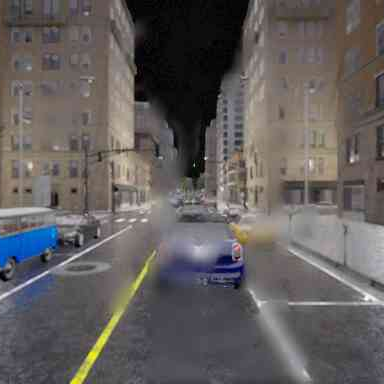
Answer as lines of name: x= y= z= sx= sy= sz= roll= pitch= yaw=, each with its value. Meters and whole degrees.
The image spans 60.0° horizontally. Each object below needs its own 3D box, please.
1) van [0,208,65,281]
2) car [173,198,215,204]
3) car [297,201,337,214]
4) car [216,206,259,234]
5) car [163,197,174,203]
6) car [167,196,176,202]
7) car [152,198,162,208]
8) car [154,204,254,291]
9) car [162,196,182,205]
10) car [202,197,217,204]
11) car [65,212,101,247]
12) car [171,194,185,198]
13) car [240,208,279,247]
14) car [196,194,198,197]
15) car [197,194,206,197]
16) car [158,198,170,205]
van: x=-5.385 y=1.380 z=9.668 sx=1.690 sy=1.788 sz=3.998 roll=0 pitch=0 yaw=0
car: x=0.138 y=1.436 z=20.909 sx=2.097 sy=1.767 sz=4.553 roll=0 pitch=0 yaw=1
car: x=13.618 y=1.656 z=35.104 sx=4.718 sy=1.301 sz=1.895 roll=0 pitch=0 yaw=0
car: x=2.654 y=1.632 z=20.474 sx=2.008 sy=1.369 sz=4.403 roll=0 pitch=0 yaw=0
car: x=-5.330 y=1.846 z=75.761 sx=2.008 sy=1.369 sz=4.403 roll=0 pitch=0 yaw=0
car: x=-5.321 y=1.777 z=87.124 sx=1.967 sy=1.590 sz=4.097 roll=0 pitch=0 yaw=0
car: x=-5.348 y=1.735 z=52.866 sx=1.752 sy=1.417 sz=4.829 roll=0 pitch=0 yaw=0
car: x=0.142 y=1.389 z=9.323 sx=2.097 sy=1.767 sz=4.553 roll=0 pitch=0 yaw=-2
car: x=-2.806 y=1.665 z=47.218 sx=1.882 sy=1.535 sz=5.008 roll=0 pitch=0 yaw=0
car: x=2.673 y=1.739 z=47.350 sx=2.008 sy=1.369 sz=4.403 roll=0 pitch=0 yaw=0
car: x=-5.379 y=1.611 z=15.073 sx=2.008 sy=1.369 sz=4.403 roll=0 pitch=0 yaw=0
car: x=-2.778 y=1.447 z=57.207 sx=2.150 sy=2.045 sz=5.566 roll=0 pitch=0 yaw=1
car: x=2.655 y=1.586 z=15.238 sx=1.752 sy=1.417 sz=4.829 roll=0 pitch=0 yaw=0
car: x=2.699 y=1.631 z=81.441 sx=2.192 sy=1.841 sz=5.009 roll=0 pitch=0 yaw=0
car: x=2.690 y=1.715 z=70.077 sx=1.967 sy=1.590 sz=4.097 roll=0 pitch=0 yaw=0
car: x=-5.339 y=1.819 z=64.398 sx=1.947 sy=1.339 sz=4.313 roll=0 pitch=0 yaw=0
